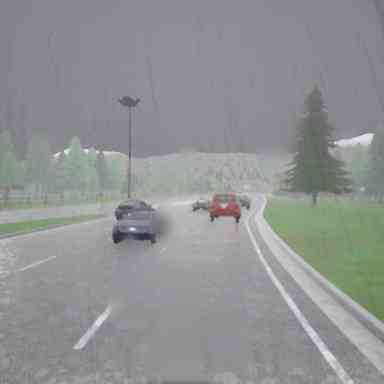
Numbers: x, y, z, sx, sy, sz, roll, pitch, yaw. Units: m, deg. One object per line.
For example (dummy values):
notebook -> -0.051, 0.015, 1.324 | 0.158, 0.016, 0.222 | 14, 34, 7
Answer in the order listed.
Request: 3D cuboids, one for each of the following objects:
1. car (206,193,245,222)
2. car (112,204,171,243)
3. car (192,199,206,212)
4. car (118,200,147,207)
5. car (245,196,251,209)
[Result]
car -> 2.702, 1.128, 25.820 | 2.150, 2.045, 5.566 | 0, 0, 11
car -> -2.244, 1.501, 15.694 | 1.994, 1.385, 4.181 | 0, 0, 6
car -> 1.440, 1.466, 36.538 | 1.895, 1.301, 4.718 | 0, 0, 13
car -> -4.381, 1.401, 25.856 | 1.837, 1.490, 4.892 | 0, 0, 10
car -> 6.346, 1.203, 42.157 | 2.097, 1.767, 4.553 | 0, 0, 13
